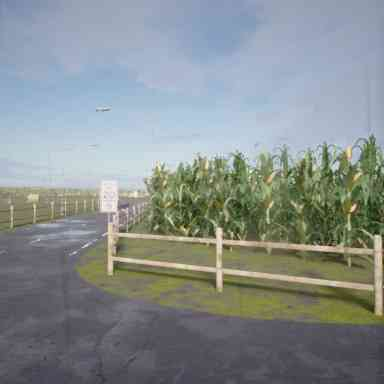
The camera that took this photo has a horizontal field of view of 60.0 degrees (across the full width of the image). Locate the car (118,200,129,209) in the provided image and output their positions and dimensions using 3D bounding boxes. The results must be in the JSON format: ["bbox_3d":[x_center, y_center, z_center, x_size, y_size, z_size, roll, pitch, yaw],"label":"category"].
[{"bbox_3d":[-11.071,1.876,52.077,1.994,1.385,4.181,1,0,-4],"label":"car"}]
